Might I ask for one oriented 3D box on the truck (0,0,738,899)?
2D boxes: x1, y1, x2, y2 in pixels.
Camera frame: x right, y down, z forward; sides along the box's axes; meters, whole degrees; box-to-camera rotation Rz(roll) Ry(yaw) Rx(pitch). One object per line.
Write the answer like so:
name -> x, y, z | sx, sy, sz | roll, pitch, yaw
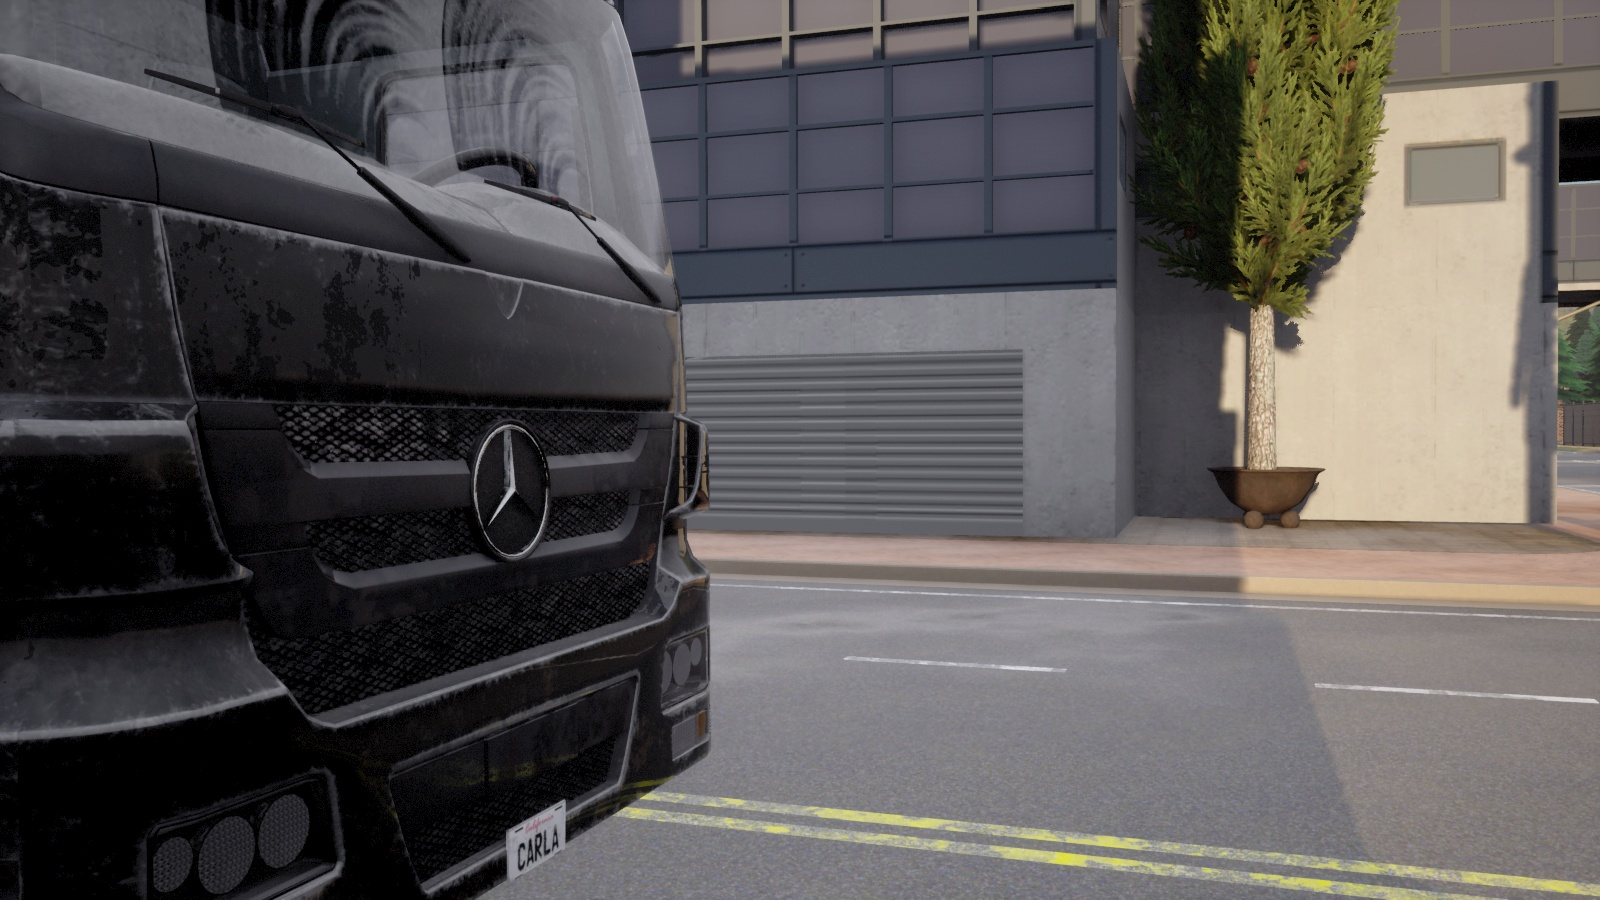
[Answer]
truck -> -4.464, -0.248, 4.736 | 7.936, 3.462, 2.891 | 1, 1, 20
